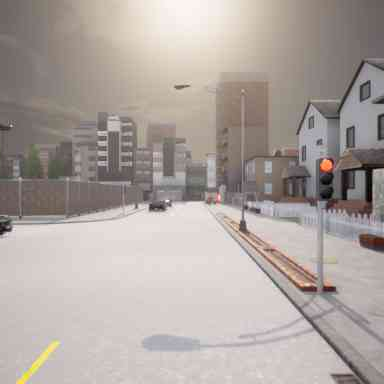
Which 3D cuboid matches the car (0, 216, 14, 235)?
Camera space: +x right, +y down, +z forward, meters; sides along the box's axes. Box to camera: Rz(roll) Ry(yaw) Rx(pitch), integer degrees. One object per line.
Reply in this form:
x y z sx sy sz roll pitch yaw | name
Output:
-11.582 1.477 16.534 5.008 1.535 1.882 0 0 0 | car

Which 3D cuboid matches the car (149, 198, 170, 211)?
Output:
-4.112 1.600 40.505 1.895 1.301 4.718 0 0 0 | car

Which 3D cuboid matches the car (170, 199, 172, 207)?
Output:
-4.103 1.563 50.574 1.994 1.385 4.181 0 0 0 | car
